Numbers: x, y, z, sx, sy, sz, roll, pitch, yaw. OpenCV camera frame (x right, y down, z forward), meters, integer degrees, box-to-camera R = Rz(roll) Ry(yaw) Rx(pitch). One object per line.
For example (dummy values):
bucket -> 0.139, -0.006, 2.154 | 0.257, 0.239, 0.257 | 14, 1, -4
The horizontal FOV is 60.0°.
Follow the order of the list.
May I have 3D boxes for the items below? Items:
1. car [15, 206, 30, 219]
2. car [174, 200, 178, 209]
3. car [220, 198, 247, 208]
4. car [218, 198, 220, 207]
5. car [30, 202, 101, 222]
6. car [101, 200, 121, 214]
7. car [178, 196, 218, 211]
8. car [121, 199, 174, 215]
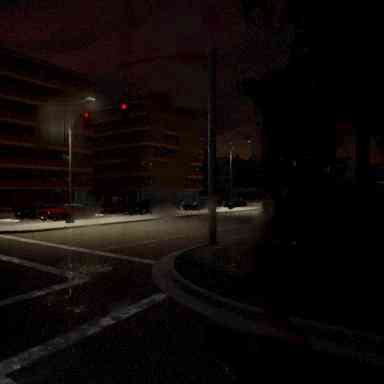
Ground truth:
car -> -12.918, 1.576, 28.712 | 1.994, 1.385, 4.181 | 0, 0, 36
car -> -3.061, 1.576, 42.278 | 1.994, 1.385, 4.181 | 0, 0, 36
car -> 6.522, 1.574, 49.492 | 1.994, 1.385, 4.181 | 0, 0, 36
car -> 2.839, 1.503, 50.383 | 2.128, 1.511, 4.902 | 0, 0, 36
car -> -10.034, 1.611, 26.757 | 1.895, 1.301, 4.718 | 0, 0, 33
car -> -7.967, 1.574, 35.508 | 1.994, 1.385, 4.181 | 0, 0, 37
car -> 0.826, 1.362, 41.682 | 2.097, 1.767, 4.553 | 0, 0, 36
car -> -4.498, 1.486, 34.356 | 1.882, 1.535, 5.008 | 0, 0, 36
